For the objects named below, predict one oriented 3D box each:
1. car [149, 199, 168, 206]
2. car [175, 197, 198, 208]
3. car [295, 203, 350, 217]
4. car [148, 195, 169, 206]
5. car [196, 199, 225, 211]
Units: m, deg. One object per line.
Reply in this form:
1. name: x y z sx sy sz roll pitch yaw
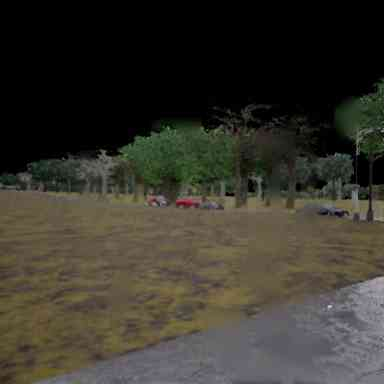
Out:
1. car: -6.926 2.133 69.193 1.812 1.442 4.674 3 -2 -36
2. car: -0.883 1.915 60.746 2.150 2.045 5.566 3 -2 -36
3. car: 13.416 1.829 34.530 2.033 1.411 5.357 3 -2 -35
4. car: -6.353 1.536 62.404 2.150 2.045 5.566 3 -2 -36
5. car: 2.990 2.036 49.127 1.994 1.385 4.181 3 -2 -35
